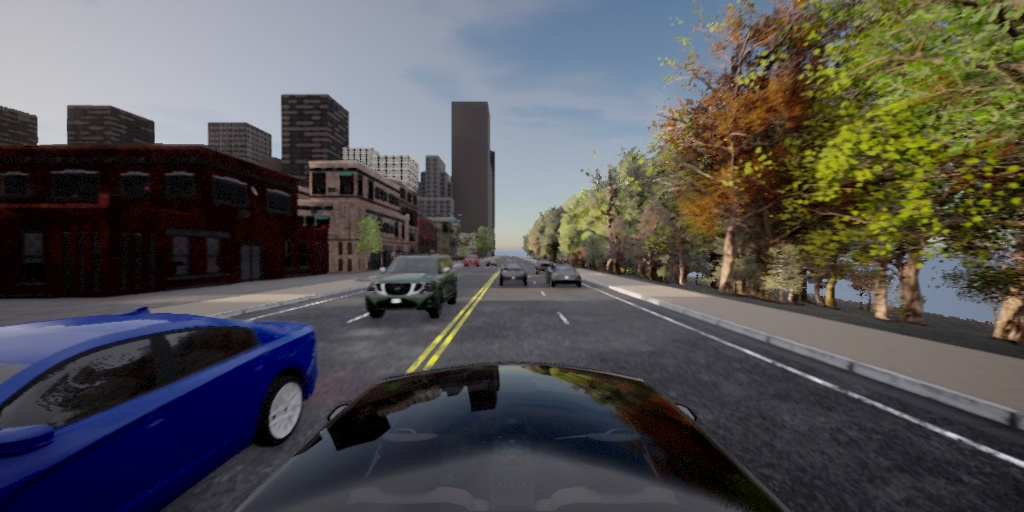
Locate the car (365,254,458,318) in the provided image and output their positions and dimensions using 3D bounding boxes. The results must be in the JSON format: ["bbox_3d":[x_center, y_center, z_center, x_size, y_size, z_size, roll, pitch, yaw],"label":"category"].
[{"bbox_3d":[-3.337,0.938,13.113,2.150,2.045,5.566,0,0,0],"label":"car"}]

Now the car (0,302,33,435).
[{"bbox_3d":[-6.597,1.275,1.918,1.812,1.442,4.674,0,0,0],"label":"car"}]

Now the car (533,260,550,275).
[{"bbox_3d":[3.307,1.146,38.020,1.837,1.490,4.892,0,1,0],"label":"car"}]

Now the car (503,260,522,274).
[{"bbox_3d":[0.068,1.199,39.622,1.994,1.385,4.181,0,0,0],"label":"car"}]

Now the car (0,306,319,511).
[{"bbox_3d":[-3.349,1.226,2.413,1.882,1.535,5.008,0,0,0],"label":"car"}]

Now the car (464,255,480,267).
[{"bbox_3d":[-6.527,0.810,58.964,2.150,2.045,5.566,0,0,1],"label":"car"}]

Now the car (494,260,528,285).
[{"bbox_3d":[0.100,1.172,25.014,2.128,1.511,4.902,0,0,0],"label":"car"}]

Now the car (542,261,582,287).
[{"bbox_3d":[3.353,1.248,23.897,1.994,1.385,4.181,0,0,0],"label":"car"}]

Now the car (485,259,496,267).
[{"bbox_3d":[-3.271,1.123,58.983,2.033,1.411,5.357,0,0,1],"label":"car"}]
